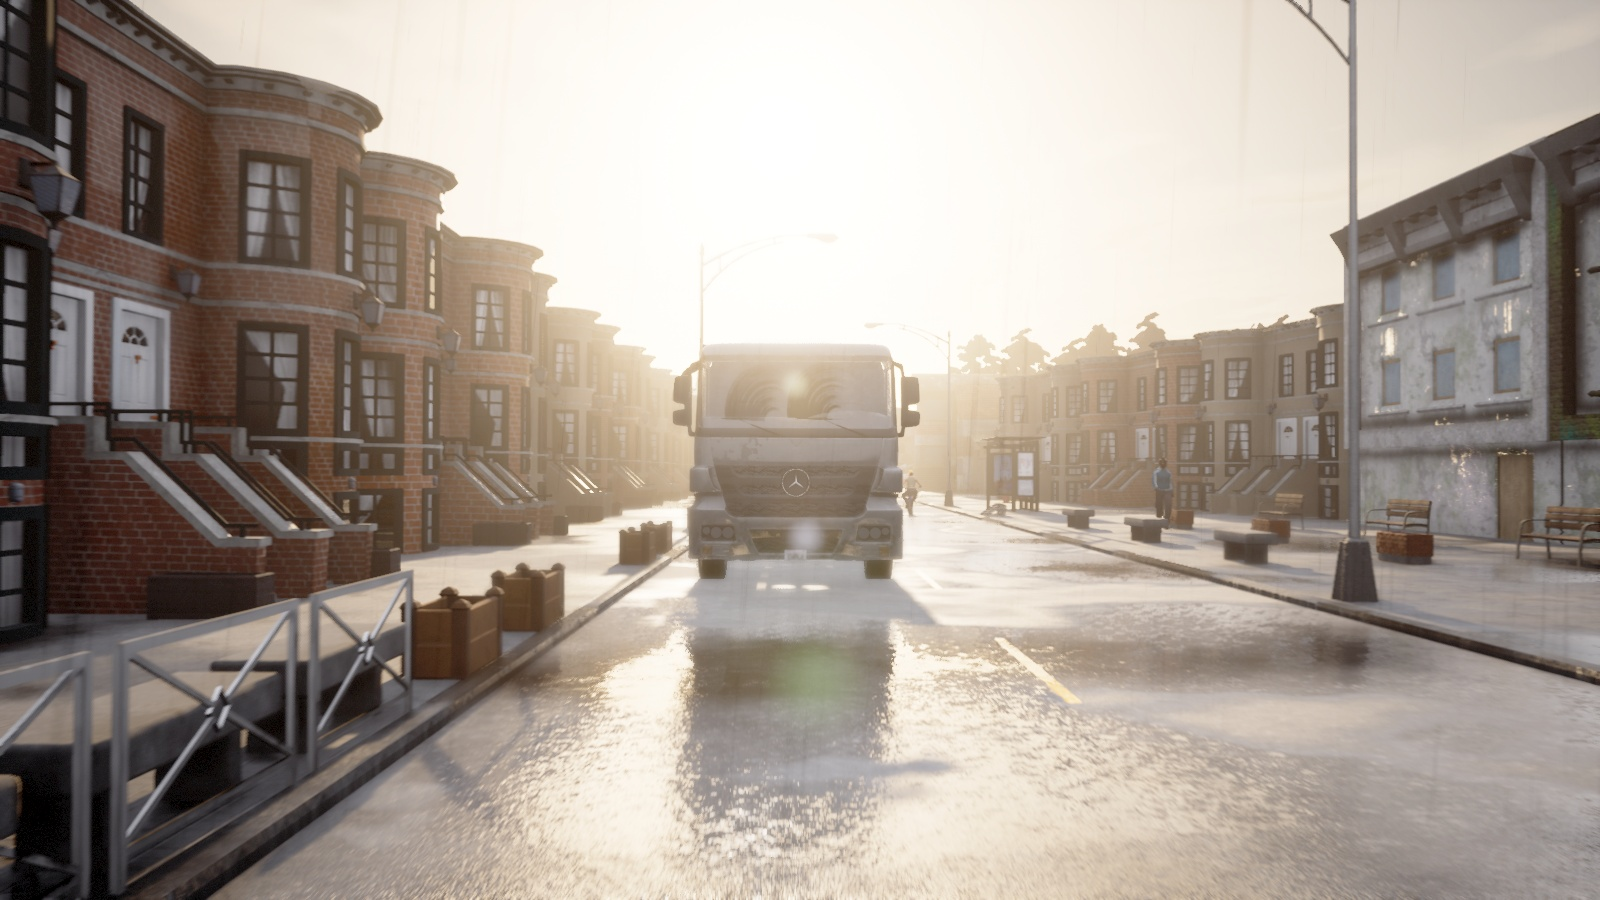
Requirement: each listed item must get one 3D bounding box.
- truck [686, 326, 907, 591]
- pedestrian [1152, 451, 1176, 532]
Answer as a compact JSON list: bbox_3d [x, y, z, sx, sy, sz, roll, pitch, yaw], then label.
[{"bbox_3d":[-0.057,0.175,20.433,2.891,3.462,7.936,0,-1,0],"label":"truck"},{"bbox_3d":[8.749,0.995,30.216,0.396,1.930,0.692,0,-1,3],"label":"pedestrian"}]
